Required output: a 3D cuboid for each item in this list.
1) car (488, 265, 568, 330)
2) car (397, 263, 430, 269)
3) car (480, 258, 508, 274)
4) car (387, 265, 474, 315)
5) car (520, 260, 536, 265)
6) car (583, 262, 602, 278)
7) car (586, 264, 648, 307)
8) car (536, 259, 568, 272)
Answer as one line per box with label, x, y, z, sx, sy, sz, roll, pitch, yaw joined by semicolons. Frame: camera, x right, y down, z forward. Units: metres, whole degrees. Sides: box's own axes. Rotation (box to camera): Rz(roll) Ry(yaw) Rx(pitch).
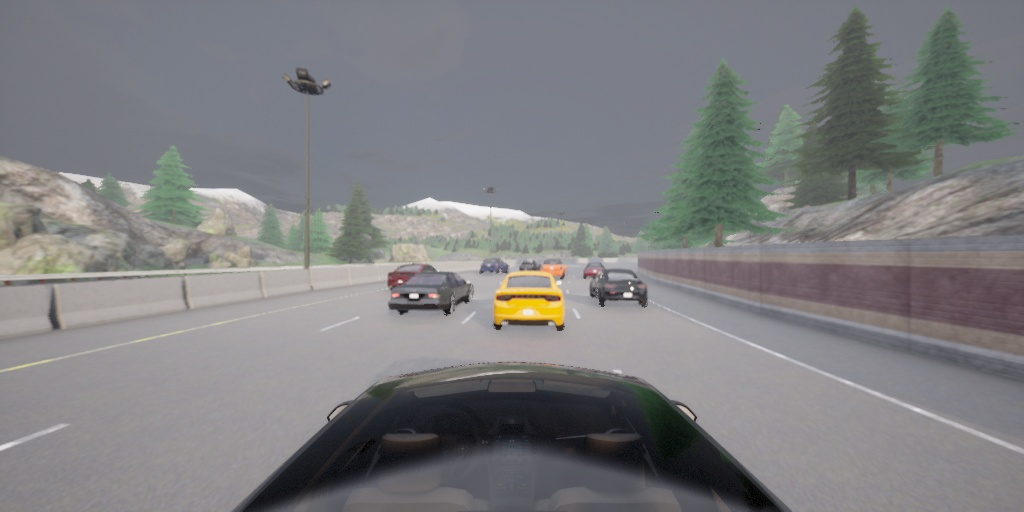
car;0.550;1.203;11.148;1.882;1.535;5.008;0;0;4
car;-5.413;1.159;20.868;1.882;1.535;5.008;0;0;7
car;-1.798;0.996;38.295;2.097;1.767;4.553;0;0;15
car;-2.774;1.257;13.427;2.033;1.411;5.357;0;0;5
car;2.097;1.144;39.316;2.128;1.511;4.902;0;0;16
car;7.530;1.252;32.543;1.994;1.385;4.181;0;0;13
car;4.455;1.252;15.371;1.812;1.442;4.674;0;0;6
car;3.786;1.030;31.919;2.097;1.767;4.553;0;0;13
